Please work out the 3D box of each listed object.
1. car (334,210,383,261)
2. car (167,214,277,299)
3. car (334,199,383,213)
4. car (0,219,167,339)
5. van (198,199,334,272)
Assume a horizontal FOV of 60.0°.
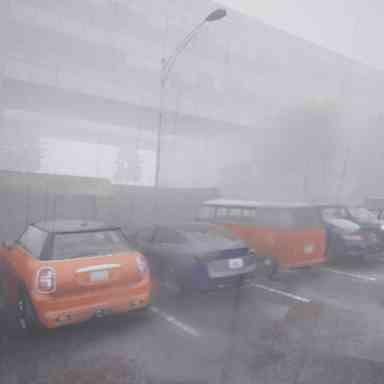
[{"bbox_3d":[4.111,1.493,11.896,2.002,1.452,4.674,0,0,-36],"label":"car"},{"bbox_3d":[-0.457,1.497,8.675,2.163,1.488,4.792,0,0,-35],"label":"car"},{"bbox_3d":[6.365,1.319,13.544,2.185,1.767,4.553,0,0,-35],"label":"car"},{"bbox_3d":[-2.696,1.350,7.005,2.185,1.767,4.553,0,0,-36],"label":"car"},{"bbox_3d":[1.767,1.234,10.370,1.878,1.987,4.442,0,0,-36],"label":"van"}]
